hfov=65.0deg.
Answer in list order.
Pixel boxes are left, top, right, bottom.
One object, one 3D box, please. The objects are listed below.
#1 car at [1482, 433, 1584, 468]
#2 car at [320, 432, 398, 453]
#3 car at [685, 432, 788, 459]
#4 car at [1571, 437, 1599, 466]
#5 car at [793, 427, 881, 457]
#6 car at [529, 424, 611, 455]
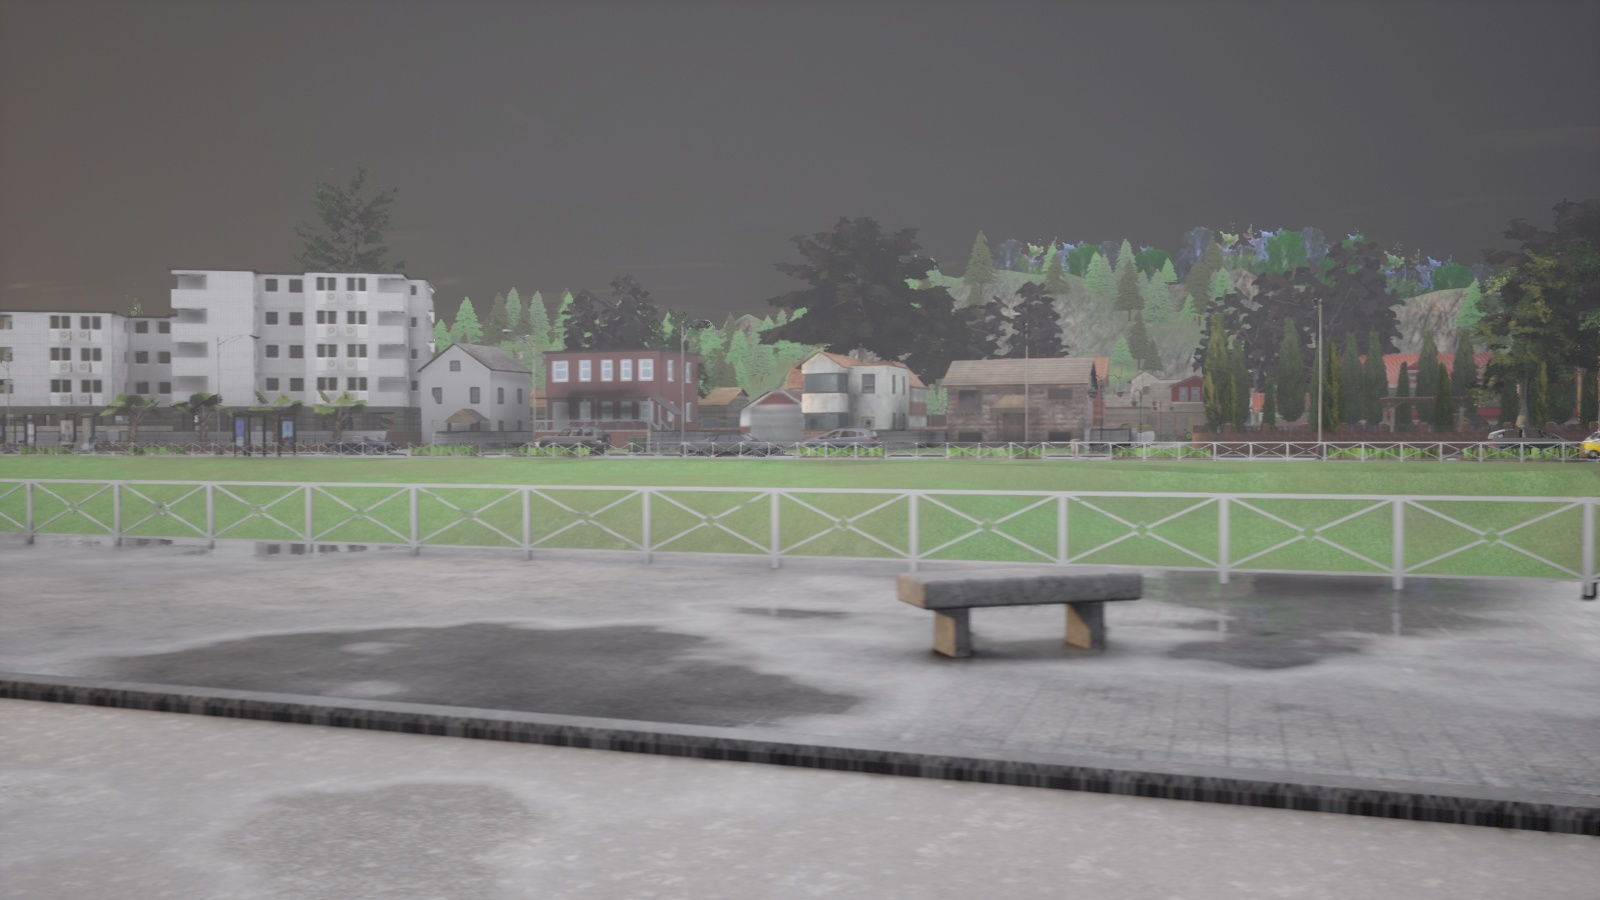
[{"bbox_3d":[33.520,0.010,57.518,3.705,1.549,1.789,0,1,19],"label":"car"},{"bbox_3d":[-29.085,-0.509,82.818,4.718,1.301,1.895,1,1,19],"label":"car"},{"bbox_3d":[-3.516,-0.260,69.988,5.357,1.411,2.033,1,1,19],"label":"car"},{"bbox_3d":[38.375,0.063,60.106,2.207,1.376,1.481,1,1,19],"label":"car"},{"bbox_3d":[2.128,-0.479,72.306,4.611,1.667,2.242,1,1,19],"label":"car"},{"bbox_3d":[-14.233,-0.656,77.814,4.605,1.855,1.932,1,1,19],"label":"car"}]
